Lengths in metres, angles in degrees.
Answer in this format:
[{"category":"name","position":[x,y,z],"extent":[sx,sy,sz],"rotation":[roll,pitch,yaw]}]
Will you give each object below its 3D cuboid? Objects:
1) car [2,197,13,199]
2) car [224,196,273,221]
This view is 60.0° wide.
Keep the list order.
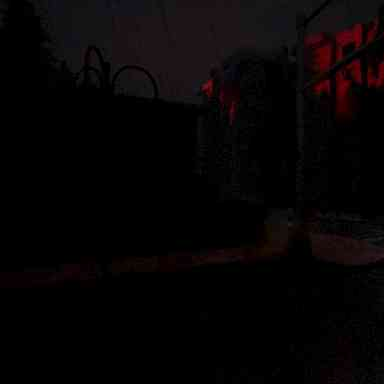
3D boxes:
[{"category":"car","position":[-36.718,1.125,66.253],"extent":[1.932,1.855,4.605],"rotation":[1,0,-27]},{"category":"car","position":[4.695,1.373,29.188],"extent":[2.150,2.045,5.566],"rotation":[1,0,-25]}]
